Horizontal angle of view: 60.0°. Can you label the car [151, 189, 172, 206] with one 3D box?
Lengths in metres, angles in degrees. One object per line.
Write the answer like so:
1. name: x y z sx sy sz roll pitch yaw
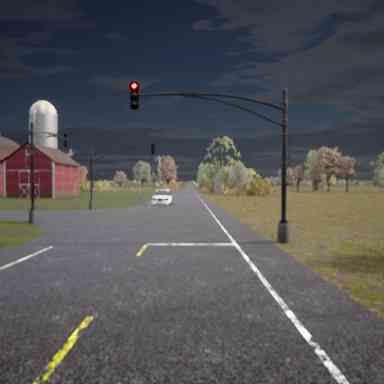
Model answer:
1. car: -3.627 0.723 40.758 2.150 2.045 5.566 0 3 1
